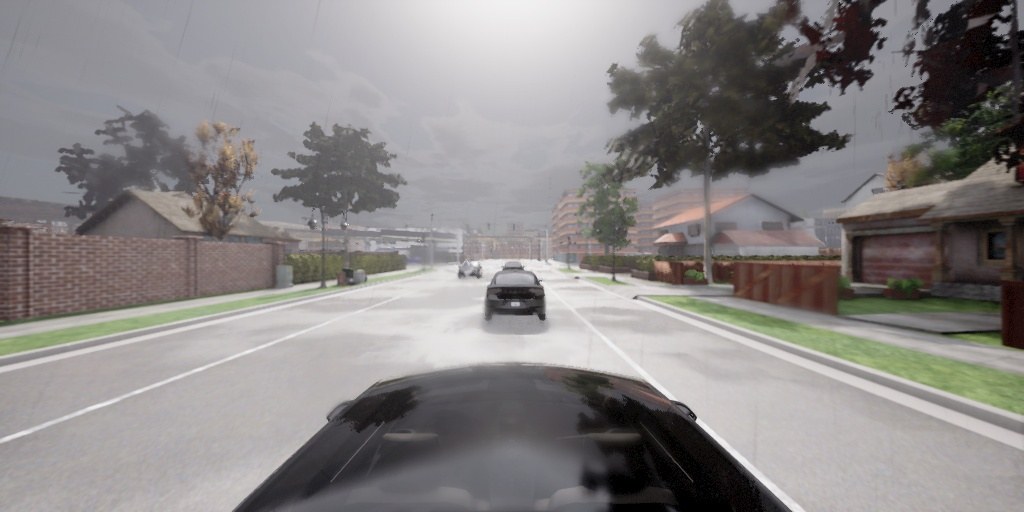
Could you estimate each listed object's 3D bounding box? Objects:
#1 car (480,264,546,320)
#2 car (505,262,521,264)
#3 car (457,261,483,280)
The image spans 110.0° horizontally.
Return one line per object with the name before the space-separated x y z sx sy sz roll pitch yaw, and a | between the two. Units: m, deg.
car | 0.101 1.222 12.694 1.882 1.535 5.008 0 0 0
car | 0.102 1.233 30.723 1.837 1.490 4.892 0 0 0
car | -3.576 1.219 31.363 2.128 1.511 4.902 0 0 0
